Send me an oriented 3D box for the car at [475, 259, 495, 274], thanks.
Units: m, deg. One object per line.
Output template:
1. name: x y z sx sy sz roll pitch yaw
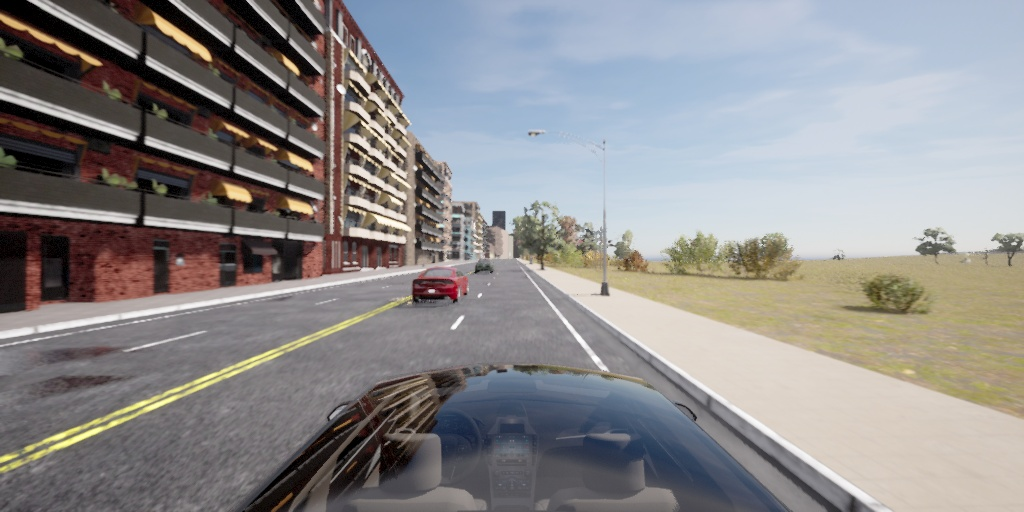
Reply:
1. car: -3.151 1.100 42.335 2.097 1.767 4.553 0 0 0

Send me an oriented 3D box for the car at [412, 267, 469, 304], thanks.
1. car: -3.151 1.228 16.521 1.882 1.535 5.008 0 0 0
